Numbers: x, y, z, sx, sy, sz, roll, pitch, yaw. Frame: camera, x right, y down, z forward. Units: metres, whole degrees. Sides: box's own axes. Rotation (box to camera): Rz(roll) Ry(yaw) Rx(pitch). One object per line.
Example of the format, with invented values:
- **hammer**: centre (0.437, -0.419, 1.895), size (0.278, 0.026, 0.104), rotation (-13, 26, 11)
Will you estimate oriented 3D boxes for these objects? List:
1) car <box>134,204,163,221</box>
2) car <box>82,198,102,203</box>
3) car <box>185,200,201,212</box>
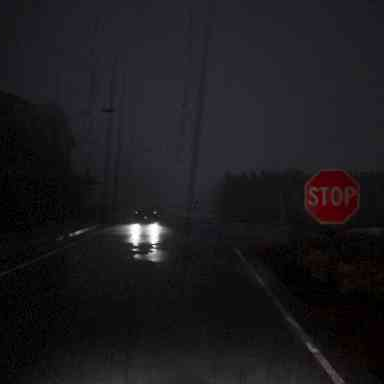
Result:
- **car**: centre (-3.581, 1.680, 27.962), size (1.895, 1.301, 4.718), rotation (0, 0, 0)
- **car**: centre (-17.021, 1.653, 54.277), size (4.674, 1.442, 1.812), rotation (0, 0, -1)
- **car**: centre (0.068, 1.664, 41.043), size (2.033, 1.411, 5.357), rotation (0, 0, 0)
